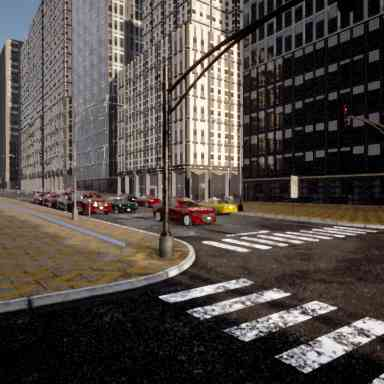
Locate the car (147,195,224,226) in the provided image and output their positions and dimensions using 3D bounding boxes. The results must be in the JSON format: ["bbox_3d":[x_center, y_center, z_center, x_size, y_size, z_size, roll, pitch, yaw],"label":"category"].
[{"bbox_3d":[-0.567,1.177,20.921,1.882,1.535,5.008,0,1,-38],"label":"car"}]

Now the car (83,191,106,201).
[{"bbox_3d":[-14.824,0.646,50.337,1.947,1.339,4.313,1,0,-36],"label":"car"}]

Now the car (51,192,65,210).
[{"bbox_3d":[-11.659,0.987,31.770,1.947,1.339,4.313,1,0,-36],"label":"car"}]

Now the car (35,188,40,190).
[{"bbox_3d":[-34.685,-0.104,77.583,1.967,1.590,4.097,1,0,-36],"label":"car"}]

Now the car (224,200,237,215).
[{"bbox_3d":[1.698,1.127,27.823,1.752,1.417,4.829,1,0,-36],"label":"car"}]

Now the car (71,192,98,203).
[{"bbox_3d":[-15.017,0.696,46.182,2.033,1.411,5.357,0,1,-36],"label":"car"}]

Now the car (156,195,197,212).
[{"bbox_3d":[-1.582,1.066,32.173,1.947,1.339,4.313,1,0,-36],"label":"car"}]

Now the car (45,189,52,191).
[{"bbox_3d":[-28.066,0.214,68.501,2.008,1.369,4.403,1,0,-36],"label":"car"}]

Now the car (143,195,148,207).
[{"bbox_3d":[-4.892,0.977,36.713,1.802,1.307,4.206,1,0,-36],"label":"car"}]

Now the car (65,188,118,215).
[{"bbox_3d":[-8.343,0.841,27.228,2.192,1.841,5.009,1,0,-36],"label":"car"}]

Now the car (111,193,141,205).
[{"bbox_3d":[-8.203,0.856,41.254,1.947,1.339,4.313,1,0,-36],"label":"car"}]

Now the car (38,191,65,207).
[{"bbox_3d":[-14.968,0.861,36.310,1.887,1.381,4.507,1,0,-36],"label":"car"}]

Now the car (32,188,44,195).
[{"bbox_3d":[-37.995,-0.208,82.123,1.967,1.590,4.097,1,0,-36],"label":"car"}]

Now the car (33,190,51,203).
[{"bbox_3d":[-18.279,0.794,40.851,1.802,1.307,4.206,1,0,-36],"label":"car"}]

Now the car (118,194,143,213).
[{"bbox_3d":[-6.475,1.112,29.035,1.895,1.301,4.718,0,1,-36],"label":"car"}]

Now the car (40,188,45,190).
[{"bbox_3d":[-31.376,0.104,73.042,1.887,1.381,4.507,1,0,-36],"label":"car"}]
